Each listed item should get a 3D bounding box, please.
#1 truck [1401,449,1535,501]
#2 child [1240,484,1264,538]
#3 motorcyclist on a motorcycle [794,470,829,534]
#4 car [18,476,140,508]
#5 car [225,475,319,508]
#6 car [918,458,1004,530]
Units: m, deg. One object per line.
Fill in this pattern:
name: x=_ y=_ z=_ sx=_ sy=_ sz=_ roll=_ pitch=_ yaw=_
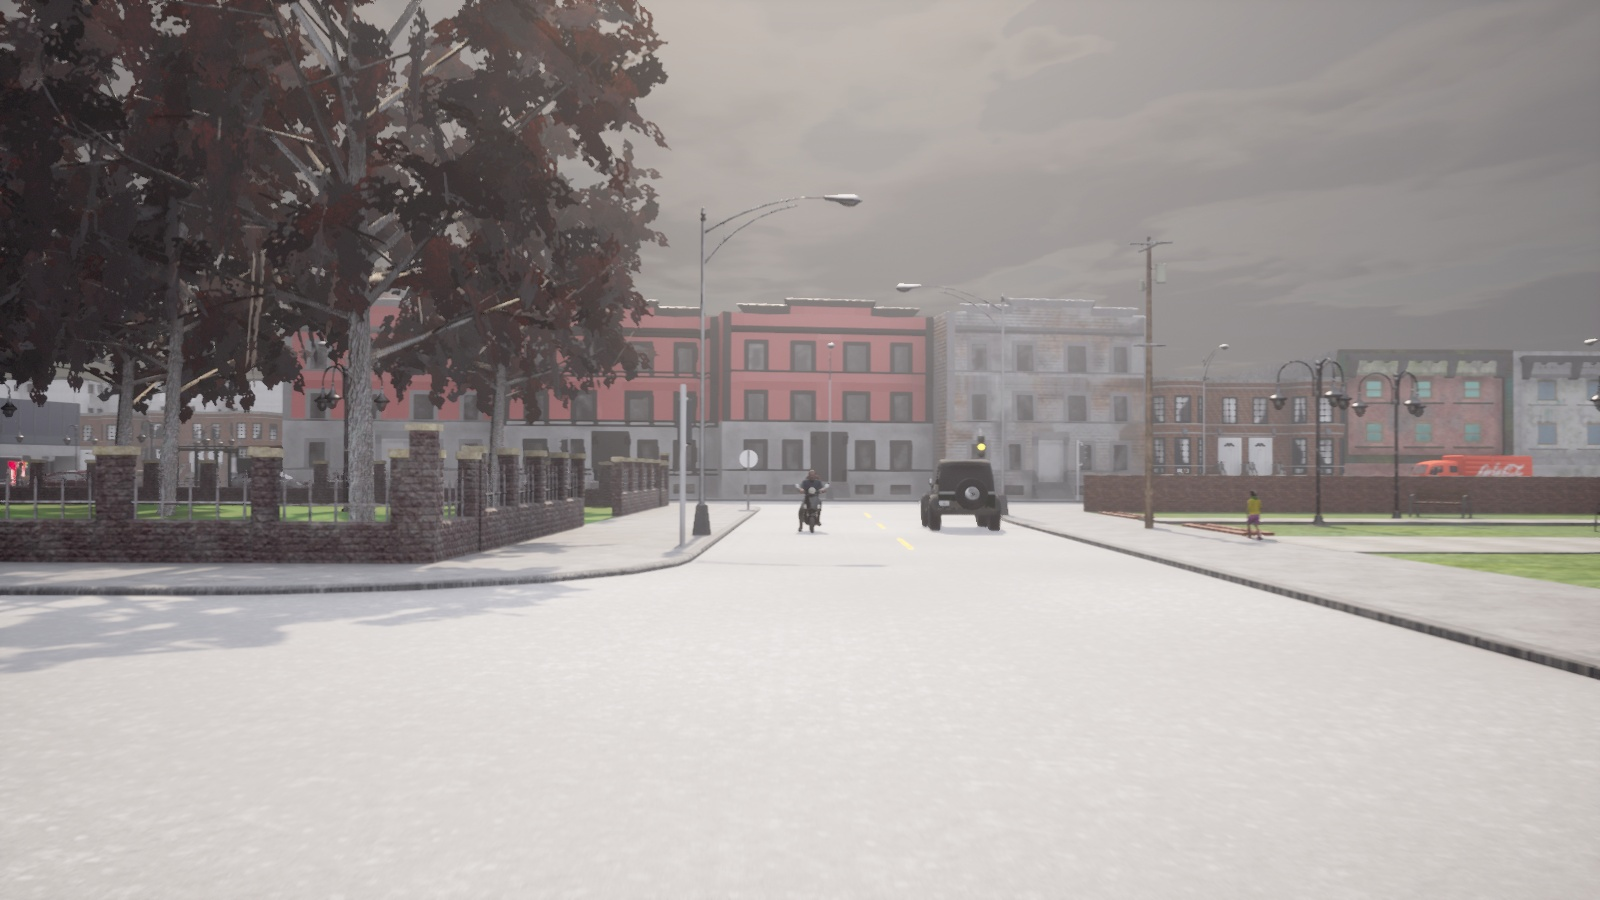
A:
truck: x=33.094 y=1.235 z=62.357 sx=5.204 sy=2.467 sz=2.627 roll=0 pitch=-1 yaw=0
child: x=9.808 y=1.312 z=27.281 sx=0.299 sy=1.160 sz=0.473 roll=0 pitch=-1 yaw=-7
motorcyclist on a motorcycle: x=0.286 y=1.308 z=32.331 sx=0.866 sy=1.590 sz=1.817 roll=0 pitch=-1 yaw=-1
car: x=-33.804 y=1.967 z=58.975 sx=4.674 sy=1.442 sz=1.812 roll=0 pitch=-1 yaw=0
car: x=-24.732 y=1.916 z=58.891 sx=3.633 sy=1.501 sz=1.845 roll=0 pitch=-1 yaw=1
car: x=4.353 y=1.170 z=34.511 sx=1.905 sy=1.878 sz=3.866 roll=0 pitch=-1 yaw=1
